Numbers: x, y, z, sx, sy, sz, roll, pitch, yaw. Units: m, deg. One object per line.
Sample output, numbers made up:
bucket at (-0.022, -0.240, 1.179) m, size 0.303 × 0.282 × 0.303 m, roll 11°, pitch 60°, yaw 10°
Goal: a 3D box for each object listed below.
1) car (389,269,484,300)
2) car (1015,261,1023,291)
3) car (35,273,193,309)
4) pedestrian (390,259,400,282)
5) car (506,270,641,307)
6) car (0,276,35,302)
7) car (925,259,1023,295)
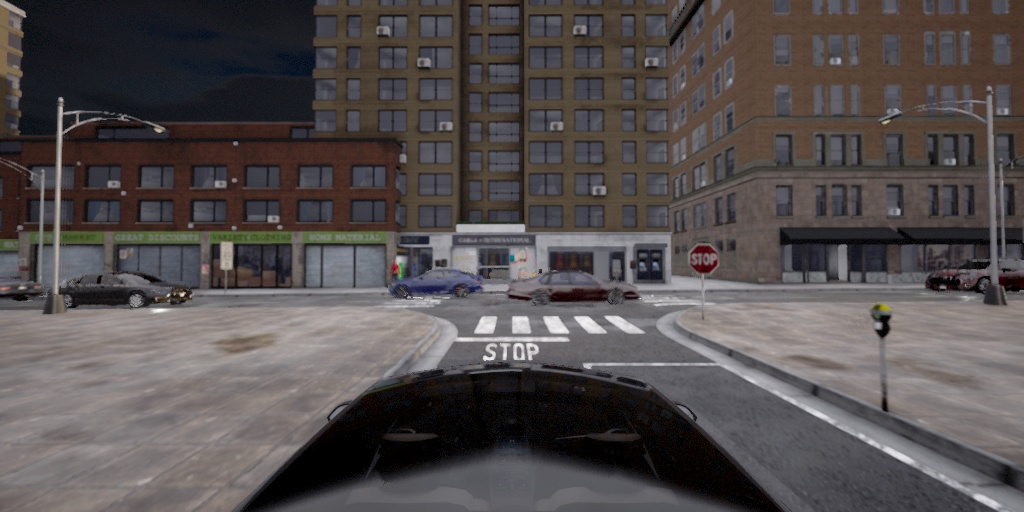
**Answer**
car at (-3.727, 1.377, 17.972) m, size 4.674 × 1.442 × 1.812 m, roll -1°, pitch -1°, yaw 0°
car at (24.783, 1.039, 14.909) m, size 4.892 × 1.490 × 1.837 m, roll 0°, pitch -1°, yaw 0°
car at (-16.313, 1.436, 15.093) m, size 4.892 × 1.490 × 1.837 m, roll -1°, pitch -1°, yaw 0°
pedestrian at (-6.819, 1.087, 20.916) m, size 0.375 × 1.860 × 0.375 m, roll 0°, pitch -1°, yaw 0°
car at (2.437, 1.306, 14.986) m, size 5.357 × 1.411 × 2.033 m, roll -1°, pitch 0°, yaw 0°
car at (-27.179, 1.698, 18.086) m, size 5.357 × 1.411 × 2.033 m, roll -1°, pitch -1°, yaw 0°
car at (23.720, 0.958, 17.874) m, size 4.553 × 1.767 × 2.097 m, roll 0°, pitch -1°, yaw 0°
